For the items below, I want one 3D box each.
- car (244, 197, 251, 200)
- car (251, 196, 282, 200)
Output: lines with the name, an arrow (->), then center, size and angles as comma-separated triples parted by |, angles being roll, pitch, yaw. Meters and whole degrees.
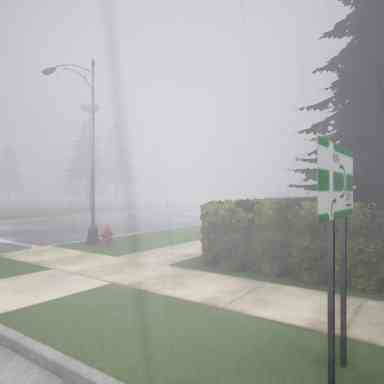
car -> 10.548, 1.547, 57.644 | 2.033, 1.411, 5.357 | 0, 0, 38
car -> 10.183, 1.526, 45.271 | 1.812, 1.442, 4.674 | 0, 0, 36
